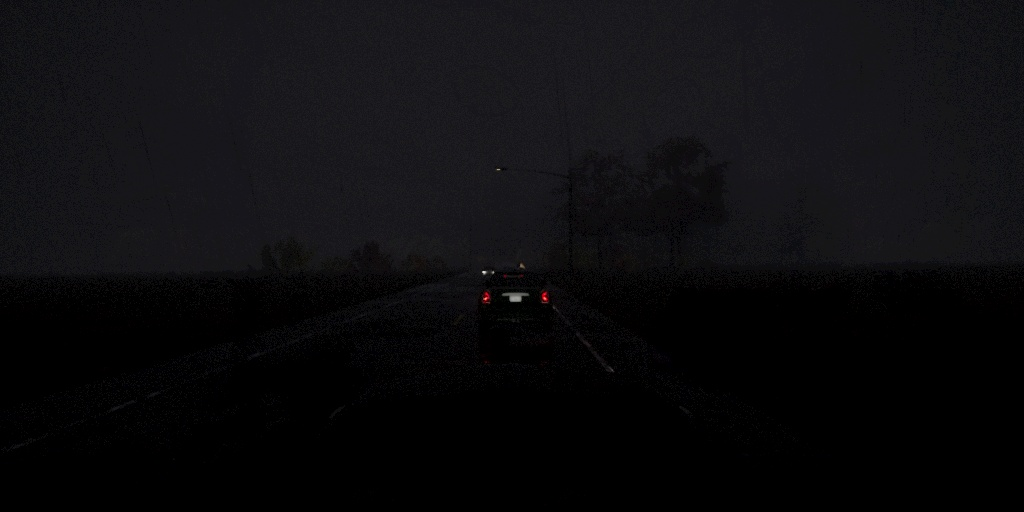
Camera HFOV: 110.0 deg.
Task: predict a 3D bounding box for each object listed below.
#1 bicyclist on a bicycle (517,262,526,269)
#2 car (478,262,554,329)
[{"bbox_3d":[0.945,1.463,34.820,0.866,1.612,1.509,0,2,0],"label":"bicyclist on a bicycle"},{"bbox_3d":[0.093,1.186,11.699,2.097,1.767,4.553,0,0,0],"label":"car"}]
